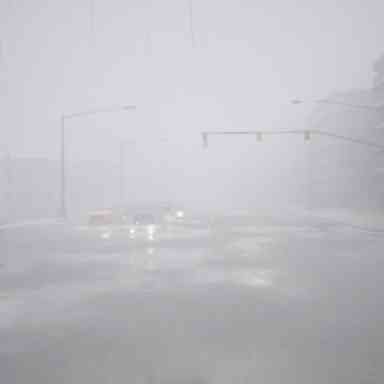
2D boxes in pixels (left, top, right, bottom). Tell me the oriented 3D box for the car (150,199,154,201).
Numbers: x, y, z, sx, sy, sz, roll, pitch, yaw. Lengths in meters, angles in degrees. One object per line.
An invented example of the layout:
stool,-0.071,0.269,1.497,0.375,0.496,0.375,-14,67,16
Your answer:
car,-5.683,1.842,48.477,1.837,1.490,4.892,-1,0,5

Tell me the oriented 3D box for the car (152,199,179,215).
car,-3.029,1.842,38.243,1.837,1.490,4.892,-1,0,5

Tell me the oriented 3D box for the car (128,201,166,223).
car,-3.820,1.843,28.873,1.837,1.490,4.892,-1,0,5

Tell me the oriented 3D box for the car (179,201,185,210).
car,-2.204,1.906,48.091,1.895,1.301,4.718,-1,0,5

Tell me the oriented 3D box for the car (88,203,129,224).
car,-7.330,1.851,28.841,1.882,1.535,5.008,-1,0,5

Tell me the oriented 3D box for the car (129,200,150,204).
car,-6.535,1.875,38.293,1.837,1.490,4.892,-1,0,5
